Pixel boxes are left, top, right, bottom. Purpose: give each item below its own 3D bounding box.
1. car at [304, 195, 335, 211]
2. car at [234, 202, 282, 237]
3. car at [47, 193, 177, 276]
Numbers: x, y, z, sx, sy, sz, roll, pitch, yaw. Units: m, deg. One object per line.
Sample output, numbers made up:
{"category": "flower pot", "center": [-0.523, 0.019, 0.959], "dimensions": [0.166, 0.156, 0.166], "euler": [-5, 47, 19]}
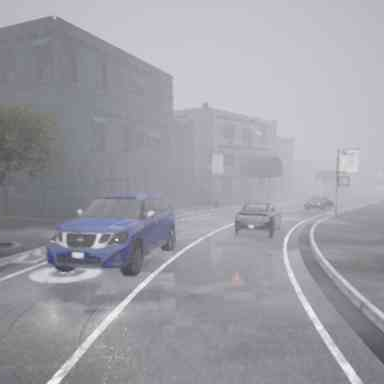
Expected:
{"category": "car", "center": [12.844, 1.063, 33.452], "dimensions": [2.033, 1.411, 5.357], "euler": [3, 3, 36]}
{"category": "car", "center": [3.454, 1.281, 16.992], "dimensions": [2.128, 1.511, 4.902], "euler": [2, 1, 20]}
{"category": "car", "center": [-2.063, 1.068, 10.393], "dimensions": [2.150, 2.045, 5.566], "euler": [1, 1, 12]}
